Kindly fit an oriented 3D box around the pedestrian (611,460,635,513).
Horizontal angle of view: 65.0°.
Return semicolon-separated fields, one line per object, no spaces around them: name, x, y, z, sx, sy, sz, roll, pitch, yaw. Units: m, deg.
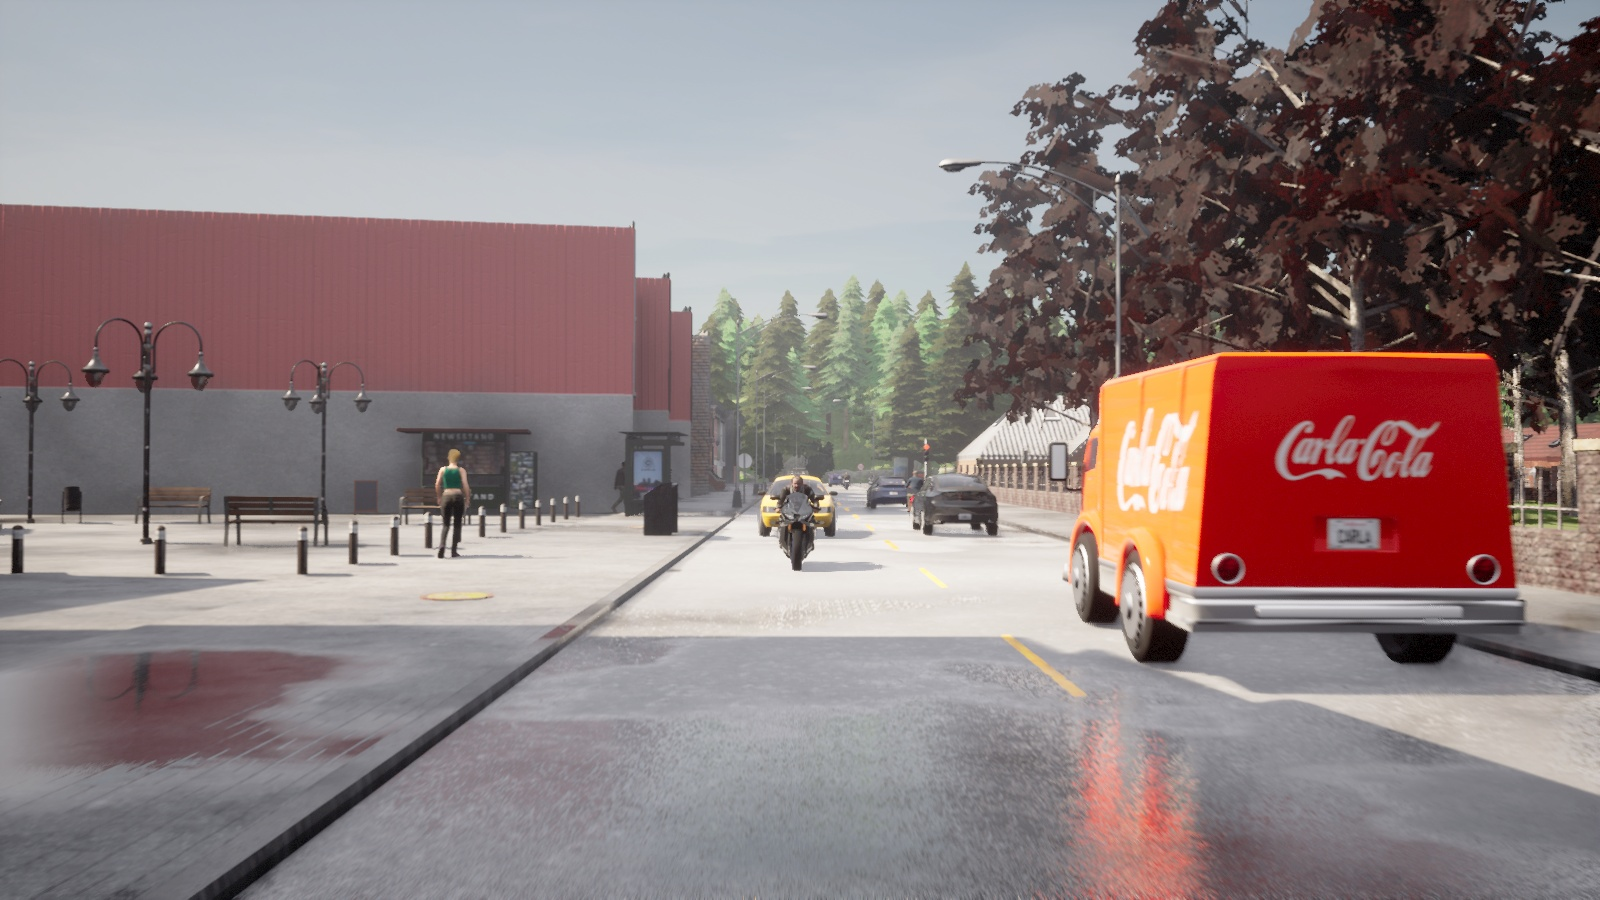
pedestrian;-6.213;1.288;44.108;0.703;1.840;0.431;0;-1;-37

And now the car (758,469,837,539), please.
car;-0.050;1.279;31.373;1.801;1.575;5.366;0;-1;0

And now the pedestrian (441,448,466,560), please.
pedestrian;-5.780;0.897;20.953;0.345;1.836;0.594;0;-1;-9

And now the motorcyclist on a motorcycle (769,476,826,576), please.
motorcyclist on a motorcycle;-0.039;1.192;20.407;0.866;1.530;2.191;0;-1;0

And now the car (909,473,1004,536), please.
car;3.949;1.348;32.489;1.837;1.490;4.892;0;-1;0

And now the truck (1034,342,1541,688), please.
truck;3.972;0.506;11.592;2.627;2.467;5.204;0;-1;0

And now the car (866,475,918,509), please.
car;3.911;1.767;53.963;1.994;1.385;4.181;0;-1;1
